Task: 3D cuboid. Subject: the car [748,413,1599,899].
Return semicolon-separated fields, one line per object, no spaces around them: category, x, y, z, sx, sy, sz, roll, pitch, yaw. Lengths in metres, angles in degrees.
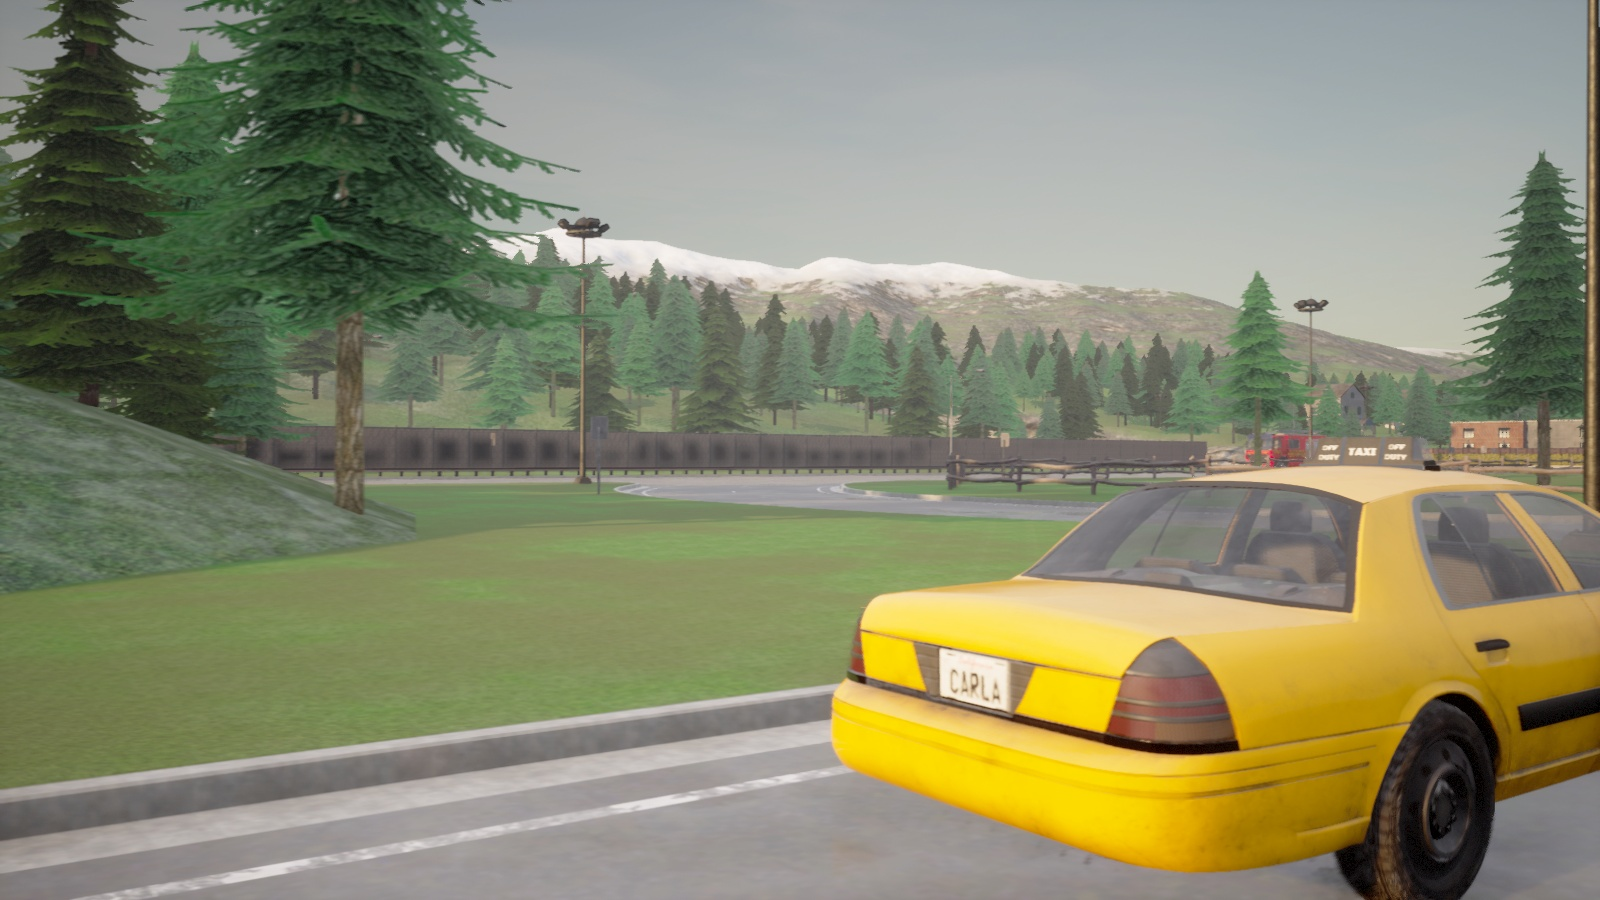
car;2.522;0.701;5.427;5.366;1.575;1.801;0;0;-35
